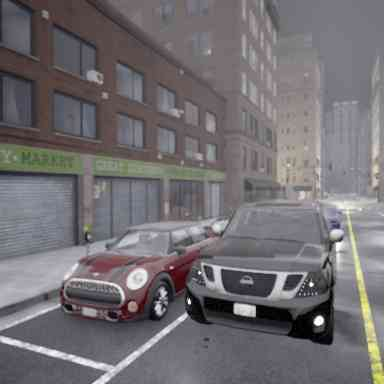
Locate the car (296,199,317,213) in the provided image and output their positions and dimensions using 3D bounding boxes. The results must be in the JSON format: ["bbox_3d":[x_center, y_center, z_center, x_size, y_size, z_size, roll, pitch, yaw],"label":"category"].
[{"bbox_3d":[13.052,1.506,37.745,1.887,1.381,4.507,-1,0,25],"label":"car"}]

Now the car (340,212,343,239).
[{"bbox_3d":[7.558,1.461,19.250,1.882,1.535,5.008,0,0,25],"label":"car"}]

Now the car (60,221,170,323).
[{"bbox_3d":[-0.856,1.436,7.253,1.967,1.590,4.097,-1,0,25],"label":"car"}]

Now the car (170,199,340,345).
[{"bbox_3d":[1.836,1.217,6.950,2.150,2.045,5.566,0,0,24],"label":"car"}]

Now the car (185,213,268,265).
[{"bbox_3d":[1.464,1.574,12.334,1.802,1.307,4.206,-1,0,25],"label":"car"}]
